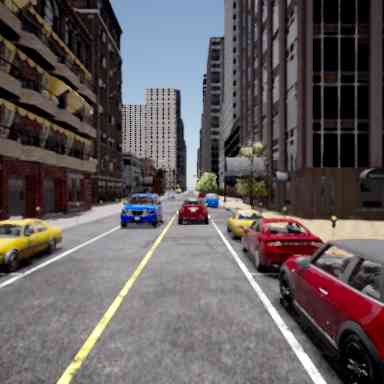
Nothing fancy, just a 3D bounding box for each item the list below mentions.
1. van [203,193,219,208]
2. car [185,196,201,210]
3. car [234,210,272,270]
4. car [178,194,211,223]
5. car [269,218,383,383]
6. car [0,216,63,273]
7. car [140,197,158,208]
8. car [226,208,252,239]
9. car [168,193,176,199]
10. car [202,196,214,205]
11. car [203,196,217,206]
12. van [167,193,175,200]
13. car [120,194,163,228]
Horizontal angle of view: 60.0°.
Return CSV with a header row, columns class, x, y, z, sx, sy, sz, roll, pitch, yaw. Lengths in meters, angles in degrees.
class,x,y,z,sx,sy,sz,roll,pitch,yaw
van,2.675,1.183,44.699,1.690,1.788,3.998,0,0,0
car,0.086,1.329,41.422,1.882,1.535,5.008,0,0,0
car,2.686,1.498,10.718,1.887,1.381,4.507,0,0,0
car,0.091,1.259,24.643,2.097,1.767,4.553,0,0,0
car,2.688,1.416,5.055,1.967,1.590,4.097,0,0,0
car,-5.694,1.479,10.545,1.752,1.417,4.829,0,0,0
car,-5.704,1.367,44.527,1.752,1.417,4.829,0,0,0
car,2.684,1.458,16.550,1.752,1.417,4.829,0,0,0
car,-5.720,1.189,93.933,1.967,1.590,4.097,0,0,0
car,2.672,1.392,56.027,1.802,1.307,4.206,0,0,0
car,2.673,1.350,50.534,1.752,1.417,4.829,0,0,0
van,-5.719,1.097,88.409,1.690,1.788,3.998,0,0,0
car,-3.107,1.138,21.556,2.150,2.045,5.566,0,0,0
